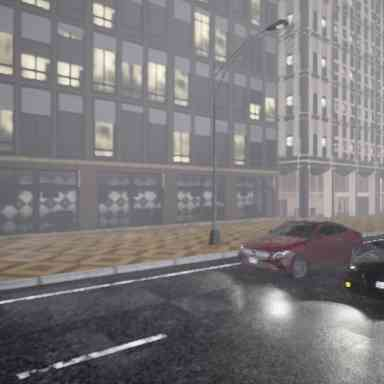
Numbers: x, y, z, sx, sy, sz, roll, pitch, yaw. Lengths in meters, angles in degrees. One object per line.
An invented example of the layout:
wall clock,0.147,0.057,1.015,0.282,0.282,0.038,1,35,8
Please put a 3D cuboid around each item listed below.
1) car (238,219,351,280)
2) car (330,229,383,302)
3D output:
car,3.516,1.578,10.245,4.674,1.442,1.812,0,0,-36
car,5.261,1.615,7.498,4.181,1.385,1.994,0,0,-36
